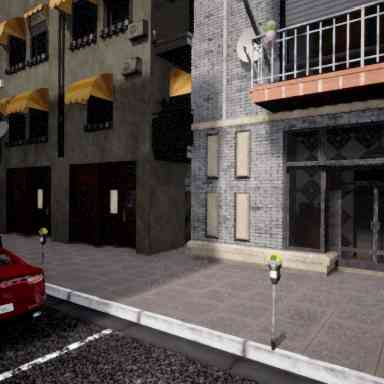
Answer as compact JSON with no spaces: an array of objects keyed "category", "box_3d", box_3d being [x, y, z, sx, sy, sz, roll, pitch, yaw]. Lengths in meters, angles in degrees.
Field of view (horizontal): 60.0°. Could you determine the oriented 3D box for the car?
[{"category":"car","box_3d":[-4.497,1.544,6.077,4.507,1.381,1.887,0,1,36]}]
